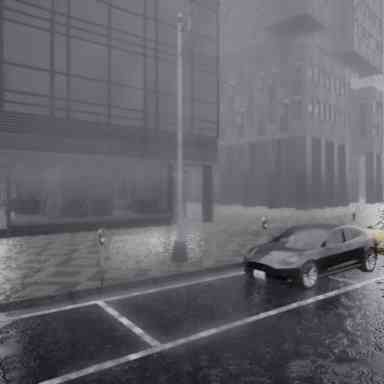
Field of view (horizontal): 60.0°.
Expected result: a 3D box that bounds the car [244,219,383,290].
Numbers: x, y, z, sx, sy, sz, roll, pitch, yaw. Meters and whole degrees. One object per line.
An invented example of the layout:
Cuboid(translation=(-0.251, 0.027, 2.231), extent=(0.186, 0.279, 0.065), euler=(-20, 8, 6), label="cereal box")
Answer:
Cuboid(translation=(3.353, 1.541, 9.036), extent=(4.313, 1.339, 1.947), euler=(0, 0, -35), label="car")
